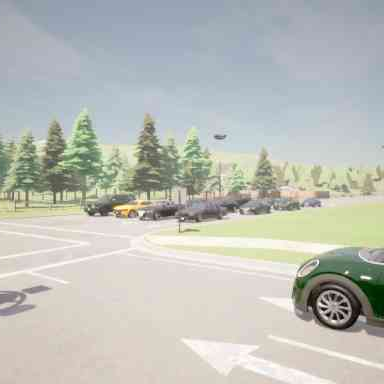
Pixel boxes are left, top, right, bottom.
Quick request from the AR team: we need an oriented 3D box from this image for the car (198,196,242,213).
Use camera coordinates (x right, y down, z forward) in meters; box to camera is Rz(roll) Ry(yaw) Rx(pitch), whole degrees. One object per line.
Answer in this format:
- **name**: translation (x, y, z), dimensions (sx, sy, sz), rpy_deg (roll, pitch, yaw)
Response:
- **car**: translation (3.057, 1.478, 35.245), dimensions (1.882, 1.535, 5.008), rpy_deg (0, 0, 36)

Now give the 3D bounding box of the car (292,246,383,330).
- **car**: translation (4.032, 1.352, 5.414), dimensions (4.553, 1.767, 2.097), rpy_deg (0, 0, 35)

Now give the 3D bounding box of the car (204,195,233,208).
- **car**: translation (3.932, 1.352, 48.259), dimensions (2.097, 1.767, 4.553), rpy_deg (0, 0, 36)

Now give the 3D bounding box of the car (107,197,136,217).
- **car**: translation (-4.893, 1.478, 30.324), dimensions (1.882, 1.535, 5.008), rpy_deg (0, 0, 36)

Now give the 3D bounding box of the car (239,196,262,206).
- **car**: translation (9.971, 1.478, 56.435), dimensions (1.882, 1.535, 5.008), rpy_deg (0, 0, 37)

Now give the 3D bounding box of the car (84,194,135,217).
- **car**: translation (-7.726, 1.221, 32.379), dimensions (2.150, 2.045, 5.566), rpy_deg (0, 0, 36)

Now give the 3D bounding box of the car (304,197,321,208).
- **car**: translation (17.707, 1.526, 49.244), dimensions (1.812, 1.442, 4.674), rpy_deg (0, 0, 37)

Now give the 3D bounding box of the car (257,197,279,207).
- **car**: translation (12.383, 1.564, 53.813), dimensions (1.994, 1.385, 4.181), rpy_deg (0, 0, 37)

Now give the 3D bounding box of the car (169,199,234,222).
- **car**: translation (0.884, 1.547, 26.366), dimensions (2.033, 1.411, 5.357), rpy_deg (0, 0, 36)

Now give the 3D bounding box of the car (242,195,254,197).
- **car**: translation (8.639, 1.491, 42.848), dimensions (2.128, 1.511, 4.902), rpy_deg (0, 0, 36)

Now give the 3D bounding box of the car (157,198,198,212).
- **car**: translation (-1.706, 1.547, 40.585), dimensions (2.033, 1.411, 5.357), rpy_deg (0, 0, 36)

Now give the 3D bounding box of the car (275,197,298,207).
- **car**: translation (14.533, 1.526, 50.841), dimensions (1.812, 1.442, 4.674), rpy_deg (0, 0, 37)

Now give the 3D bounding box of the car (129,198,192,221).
- **car**: translation (-2.504, 1.491, 27.666), dimensions (2.128, 1.511, 4.902), rpy_deg (0, 0, 36)

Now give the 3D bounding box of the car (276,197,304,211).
- **car**: translation (11.794, 1.352, 41.227), dimensions (2.097, 1.767, 4.553), rpy_deg (0, 0, 36)

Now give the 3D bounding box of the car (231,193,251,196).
- **car**: translation (6.409, 1.221, 45.724), dimensions (2.150, 2.045, 5.566), rpy_deg (0, 0, 36)

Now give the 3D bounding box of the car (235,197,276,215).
- **car**: translation (6.564, 1.526, 34.090), dimensions (1.812, 1.442, 4.674), rpy_deg (0, 0, 36)
